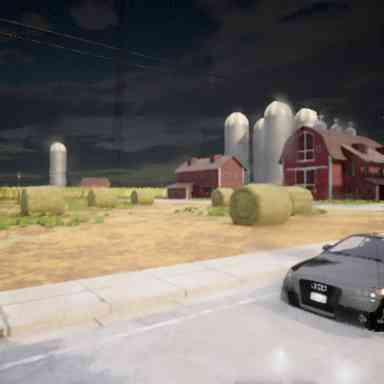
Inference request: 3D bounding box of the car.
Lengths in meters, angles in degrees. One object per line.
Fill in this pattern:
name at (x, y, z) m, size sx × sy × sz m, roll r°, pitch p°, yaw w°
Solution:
car at (3.721, 1.562, 6.656) m, size 4.181 × 1.385 × 1.994 m, roll 0°, pitch 0°, yaw -35°
